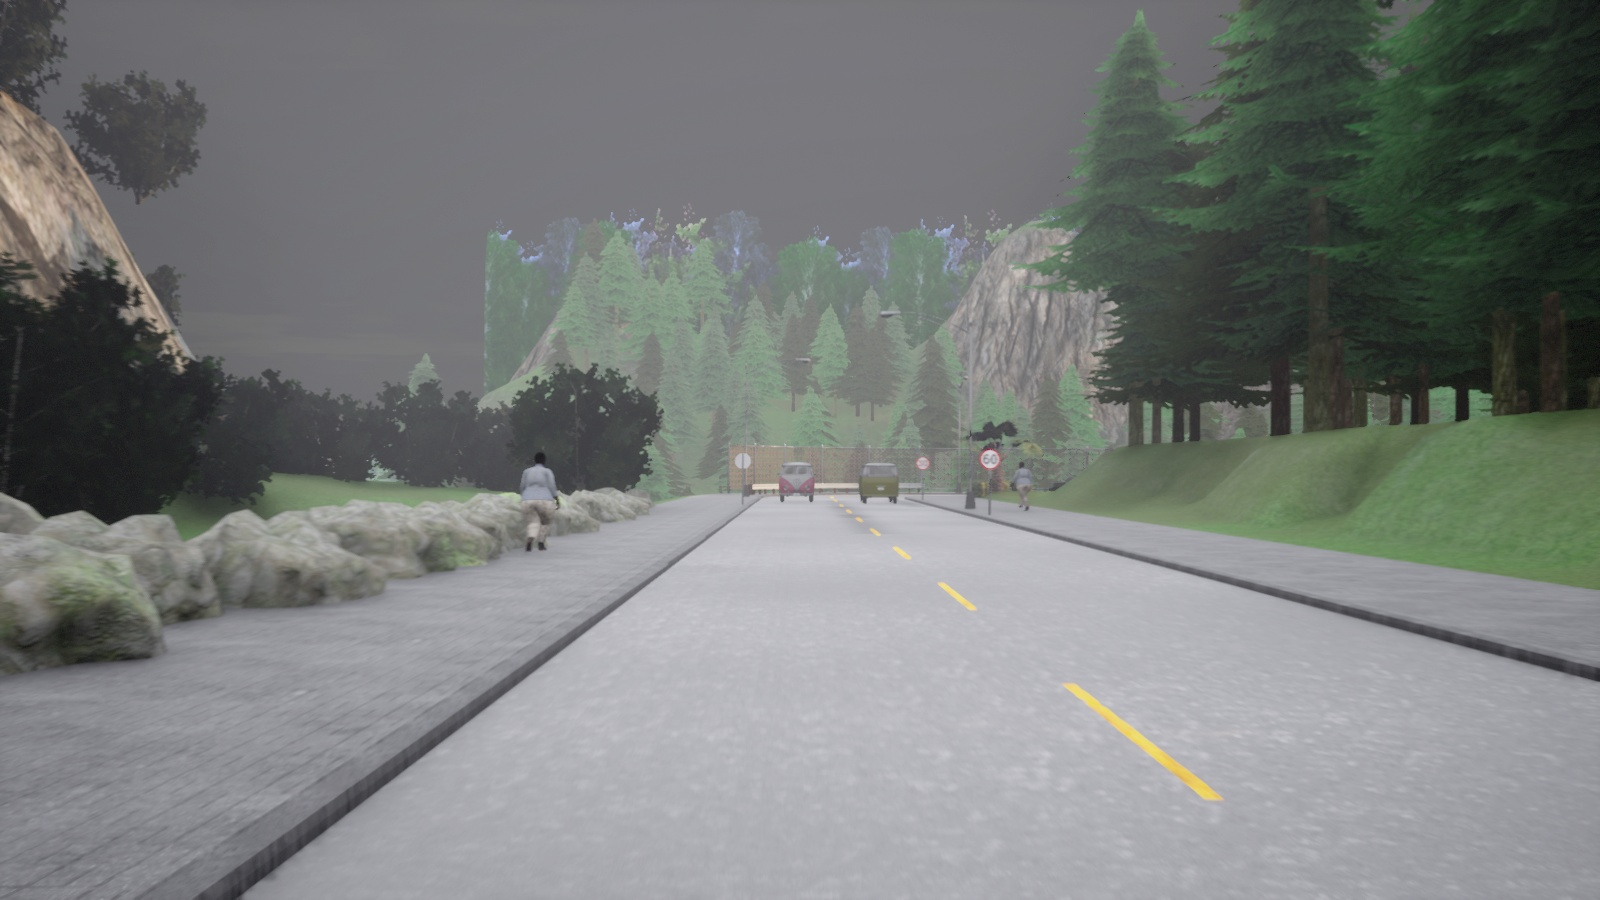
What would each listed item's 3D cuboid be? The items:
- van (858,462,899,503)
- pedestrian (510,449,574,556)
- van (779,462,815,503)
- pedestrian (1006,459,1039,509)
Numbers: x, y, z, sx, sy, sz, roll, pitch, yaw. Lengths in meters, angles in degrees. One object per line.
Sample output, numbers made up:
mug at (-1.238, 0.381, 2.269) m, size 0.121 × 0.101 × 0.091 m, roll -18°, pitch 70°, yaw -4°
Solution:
van at (3.855, 1.590, 62.314) m, size 1.775 × 1.987 × 4.442 m, roll 0°, pitch -1°, yaw 0°
pedestrian at (-4.569, 0.914, 22.261) m, size 0.874 × 1.855 × 0.900 m, roll 0°, pitch -1°, yaw 6°
van at (-0.151, 1.631, 63.833) m, size 1.775 × 1.987 × 4.442 m, roll 0°, pitch -1°, yaw 0°
pedestrian at (8.327, 1.275, 47.060) m, size 0.874 × 1.855 × 0.900 m, roll 0°, pitch -1°, yaw -18°
